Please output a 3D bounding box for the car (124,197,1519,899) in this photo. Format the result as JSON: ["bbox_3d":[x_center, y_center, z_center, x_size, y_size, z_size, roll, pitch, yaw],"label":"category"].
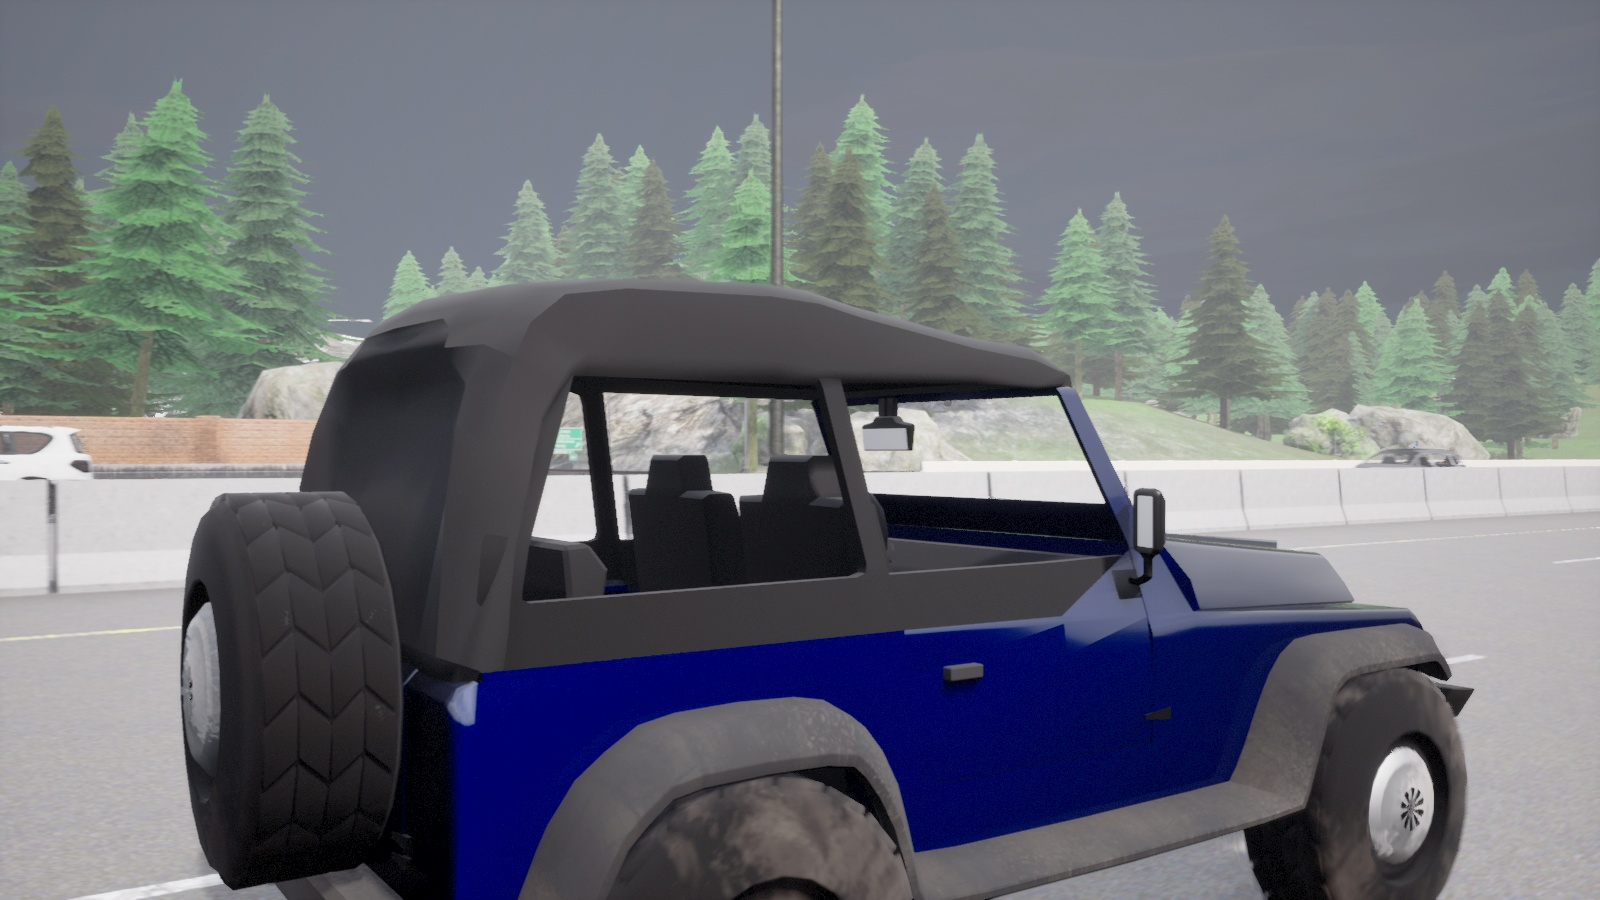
[{"bbox_3d":[0.244,0.550,3.829,3.866,1.878,1.905,0,0,-35],"label":"car"}]

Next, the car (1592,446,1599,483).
[{"bbox_3d":[38.221,0.647,56.395,4.611,1.667,2.242,0,0,-23],"label":"car"}]

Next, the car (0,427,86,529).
[{"bbox_3d":[-17.759,0.565,25.437,5.566,2.045,2.150,0,0,-35],"label":"car"}]

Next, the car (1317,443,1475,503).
[{"bbox_3d":[17.731,0.643,37.322,4.611,1.667,2.242,0,0,-35],"label":"car"}]
